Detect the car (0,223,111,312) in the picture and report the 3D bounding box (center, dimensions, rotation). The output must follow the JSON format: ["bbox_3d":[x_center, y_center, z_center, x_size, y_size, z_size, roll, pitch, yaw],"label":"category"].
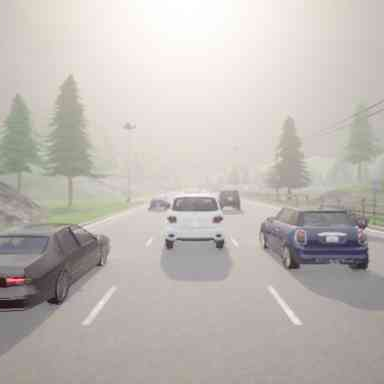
[{"bbox_3d":[-3.401,1.443,7.785,2.033,1.411,5.357,0,1,0],"label":"car"}]

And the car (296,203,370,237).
[{"bbox_3d":[7.102,1.365,17.396,1.895,1.301,4.718,0,1,0],"label":"car"}]

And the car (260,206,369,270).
[{"bbox_3d":[3.600,1.206,10.649,2.097,1.767,4.553,0,1,0],"label":"car"}]

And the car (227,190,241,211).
[{"bbox_3d":[3.601,0.767,33.932,2.150,2.045,5.566,0,1,0],"label":"car"}]

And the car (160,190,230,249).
[{"bbox_3d":[0.104,1.038,13.803,2.150,2.045,5.566,0,1,0],"label":"car"}]

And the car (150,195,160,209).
[{"bbox_3d":[-3.398,1.049,35.640,1.812,1.442,4.674,0,1,0],"label":"car"}]
